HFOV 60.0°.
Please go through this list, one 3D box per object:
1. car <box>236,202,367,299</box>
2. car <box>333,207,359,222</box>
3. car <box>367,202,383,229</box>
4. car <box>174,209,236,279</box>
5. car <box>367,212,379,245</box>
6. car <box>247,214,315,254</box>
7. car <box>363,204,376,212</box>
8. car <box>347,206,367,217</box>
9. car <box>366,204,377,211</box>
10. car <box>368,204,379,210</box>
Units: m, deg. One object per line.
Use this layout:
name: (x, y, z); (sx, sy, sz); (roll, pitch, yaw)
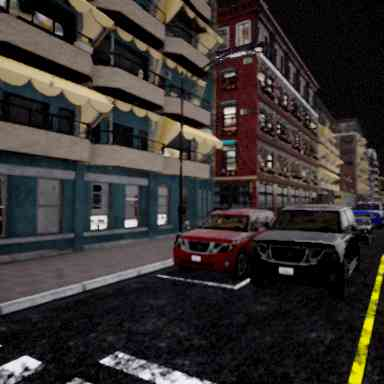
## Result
car: (3.465, 1.395, 9.479); (2.150, 2.045, 5.566); (-1, -2, 32)
car: (16.122, 2.341, 34.764); (1.947, 1.339, 4.313); (0, -1, 32)
car: (14.276, 1.813, 26.874); (2.150, 2.045, 5.566); (-1, -2, 33)
car: (1.444, 1.522, 11.102); (2.192, 1.841, 5.009); (0, -1, 32)
car: (8.706, 1.977, 17.915); (1.895, 1.301, 4.718); (-1, -2, 32)
car: (4.377, 1.865, 15.832); (1.887, 1.381, 4.507); (0, -1, 32)
car: (33.739, 3.004, 63.163); (1.887, 1.381, 4.507); (0, -1, 32)
car: (21.994, 2.569, 44.230); (1.947, 1.339, 4.313); (0, -1, 32)
car: (36.675, 3.156, 67.895); (1.802, 1.307, 4.206); (0, -1, 32)
car: (39.611, 3.270, 72.629); (1.802, 1.307, 4.206); (0, -1, 32)
